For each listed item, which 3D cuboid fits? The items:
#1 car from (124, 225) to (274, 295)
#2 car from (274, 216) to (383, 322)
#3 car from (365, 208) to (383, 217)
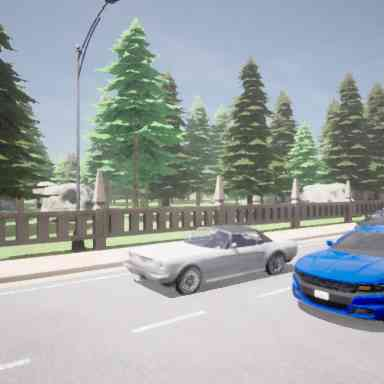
[{"bbox_3d":[0.654,1.601,8.864,4.718,1.301,1.895,0,0,-37],"label":"car"},{"bbox_3d":[4.204,1.478,7.144,5.008,1.535,1.882,0,0,-37],"label":"car"},{"bbox_3d":[9.406,1.491,15.386,4.902,1.511,2.128,0,0,-37],"label":"car"}]
